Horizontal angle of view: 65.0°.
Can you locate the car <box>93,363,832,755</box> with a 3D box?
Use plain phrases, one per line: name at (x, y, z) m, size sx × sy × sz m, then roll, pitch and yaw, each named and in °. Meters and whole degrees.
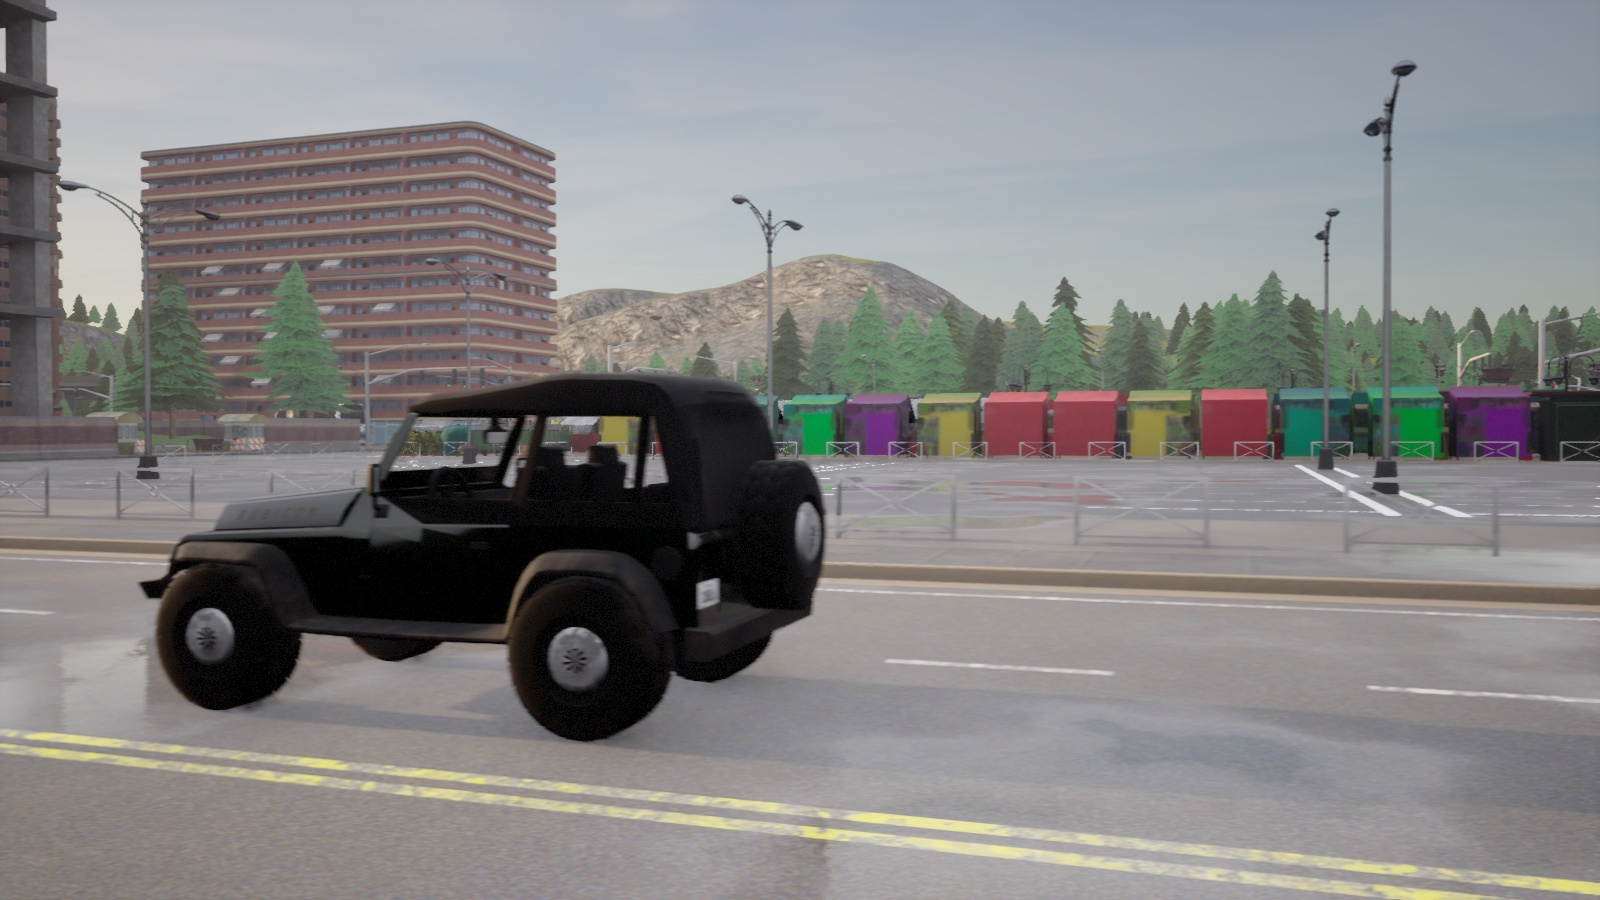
car at (-1.941, 0.494, 7.536) m, size 3.866 × 1.878 × 1.905 m, roll 1°, pitch 1°, yaw 19°
